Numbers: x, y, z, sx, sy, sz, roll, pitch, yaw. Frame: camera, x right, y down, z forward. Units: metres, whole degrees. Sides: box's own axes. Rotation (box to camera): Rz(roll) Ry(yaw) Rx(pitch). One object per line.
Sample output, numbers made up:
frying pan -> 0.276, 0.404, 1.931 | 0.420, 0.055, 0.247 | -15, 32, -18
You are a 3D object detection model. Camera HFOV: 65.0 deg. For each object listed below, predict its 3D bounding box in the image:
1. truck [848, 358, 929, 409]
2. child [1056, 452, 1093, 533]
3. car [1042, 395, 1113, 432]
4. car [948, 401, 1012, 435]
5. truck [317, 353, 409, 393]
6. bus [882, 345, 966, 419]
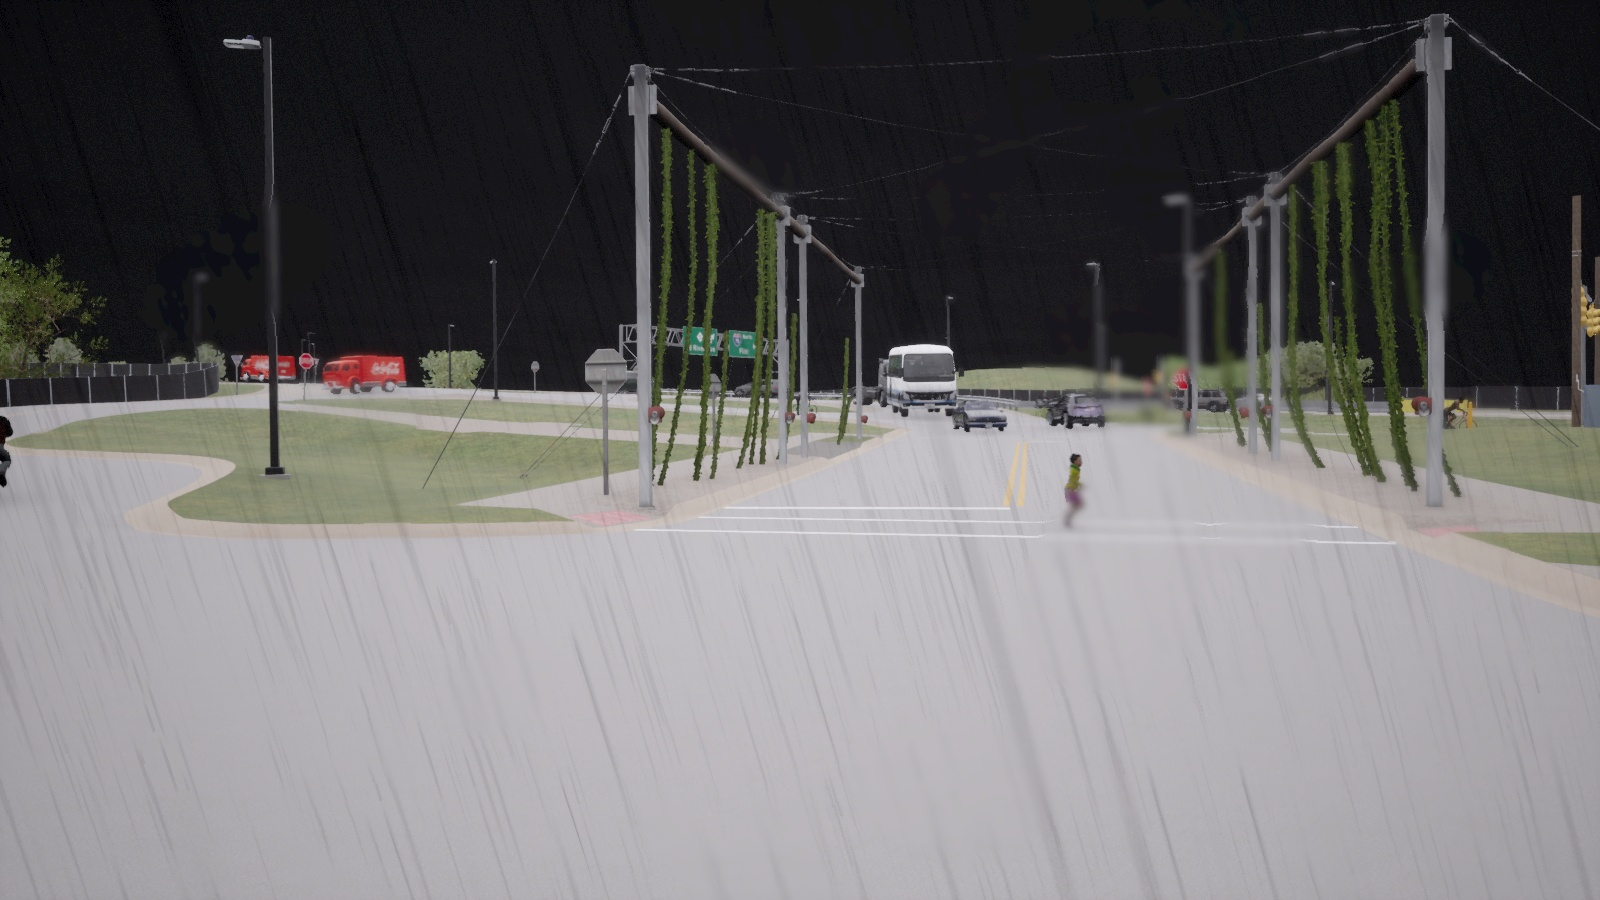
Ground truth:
truck -> 6.286, -4.847, 90.612 | 2.891, 3.462, 7.936 | -1, 5, -19
child -> 3.985, 0.607, 18.234 | 0.473, 1.160, 0.299 | 0, 1, 22
car -> 13.272, -1.797, 60.314 | 2.033, 1.649, 4.856 | 1, 3, -4
car -> 8.308, -1.535, 58.466 | 2.033, 1.411, 5.357 | -1, 3, -2
truck -> -28.765, -5.104, 82.867 | 2.627, 2.467, 5.204 | -1, 4, 28
bus -> 7.441, -4.248, 77.094 | 3.944, 4.253, 10.273 | 0, 4, -1
